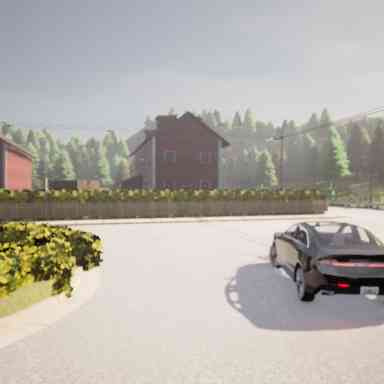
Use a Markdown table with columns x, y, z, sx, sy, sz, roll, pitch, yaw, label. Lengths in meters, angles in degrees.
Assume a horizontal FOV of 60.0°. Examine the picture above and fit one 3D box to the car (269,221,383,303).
| x | y | z | sx | sy | sz | roll | pitch | yaw | label |
| --- | --- | --- | --- | --- | --- | --- | --- | --- | --- |
| 3.177 | 1.448 | 8.068 | 2.128 | 1.511 | 4.902 | 0 | 0 | 4 | car |
